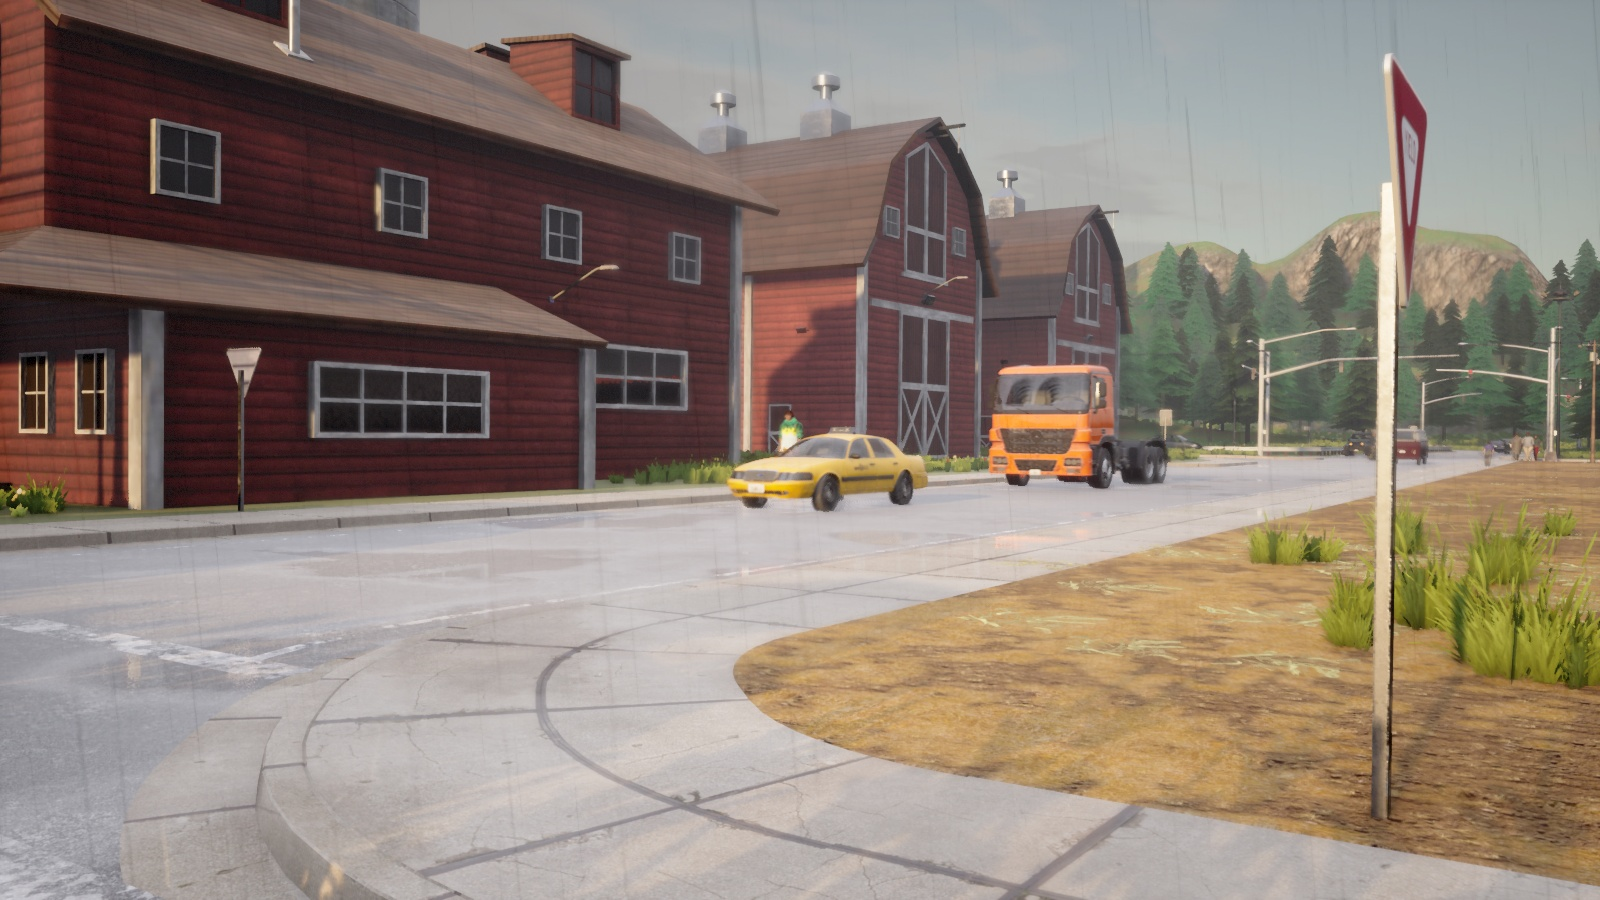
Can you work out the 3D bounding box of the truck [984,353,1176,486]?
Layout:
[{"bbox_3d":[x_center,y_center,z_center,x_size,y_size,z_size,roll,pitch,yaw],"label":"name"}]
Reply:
[{"bbox_3d":[8.378,-0.854,36.664,2.891,3.462,7.936,0,1,33],"label":"truck"}]

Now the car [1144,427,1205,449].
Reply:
[{"bbox_3d":[27.907,-0.900,93.524,3.988,1.617,1.851,0,1,34],"label":"car"}]

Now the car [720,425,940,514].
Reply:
[{"bbox_3d":[0.752,0.298,24.798,1.801,1.575,5.366,0,1,33],"label":"car"}]

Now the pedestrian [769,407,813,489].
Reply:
[{"bbox_3d":[-0.212,-0.047,30.455,0.659,1.952,0.873,0,1,33],"label":"pedestrian"}]

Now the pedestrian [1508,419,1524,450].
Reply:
[{"bbox_3d":[45.555,-0.998,79.887,0.659,1.952,0.873,0,1,43],"label":"pedestrian"}]

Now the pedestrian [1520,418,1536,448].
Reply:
[{"bbox_3d":[45.275,-1.054,78.101,0.874,1.855,0.900,0,1,32],"label":"pedestrian"}]

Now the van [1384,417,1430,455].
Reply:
[{"bbox_3d":[33.529,-0.796,69.319,1.775,1.987,4.442,0,1,33],"label":"van"}]

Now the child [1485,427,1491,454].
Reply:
[{"bbox_3d":[32.511,-0.458,59.343,0.270,1.263,0.437,0,1,28],"label":"child"}]
